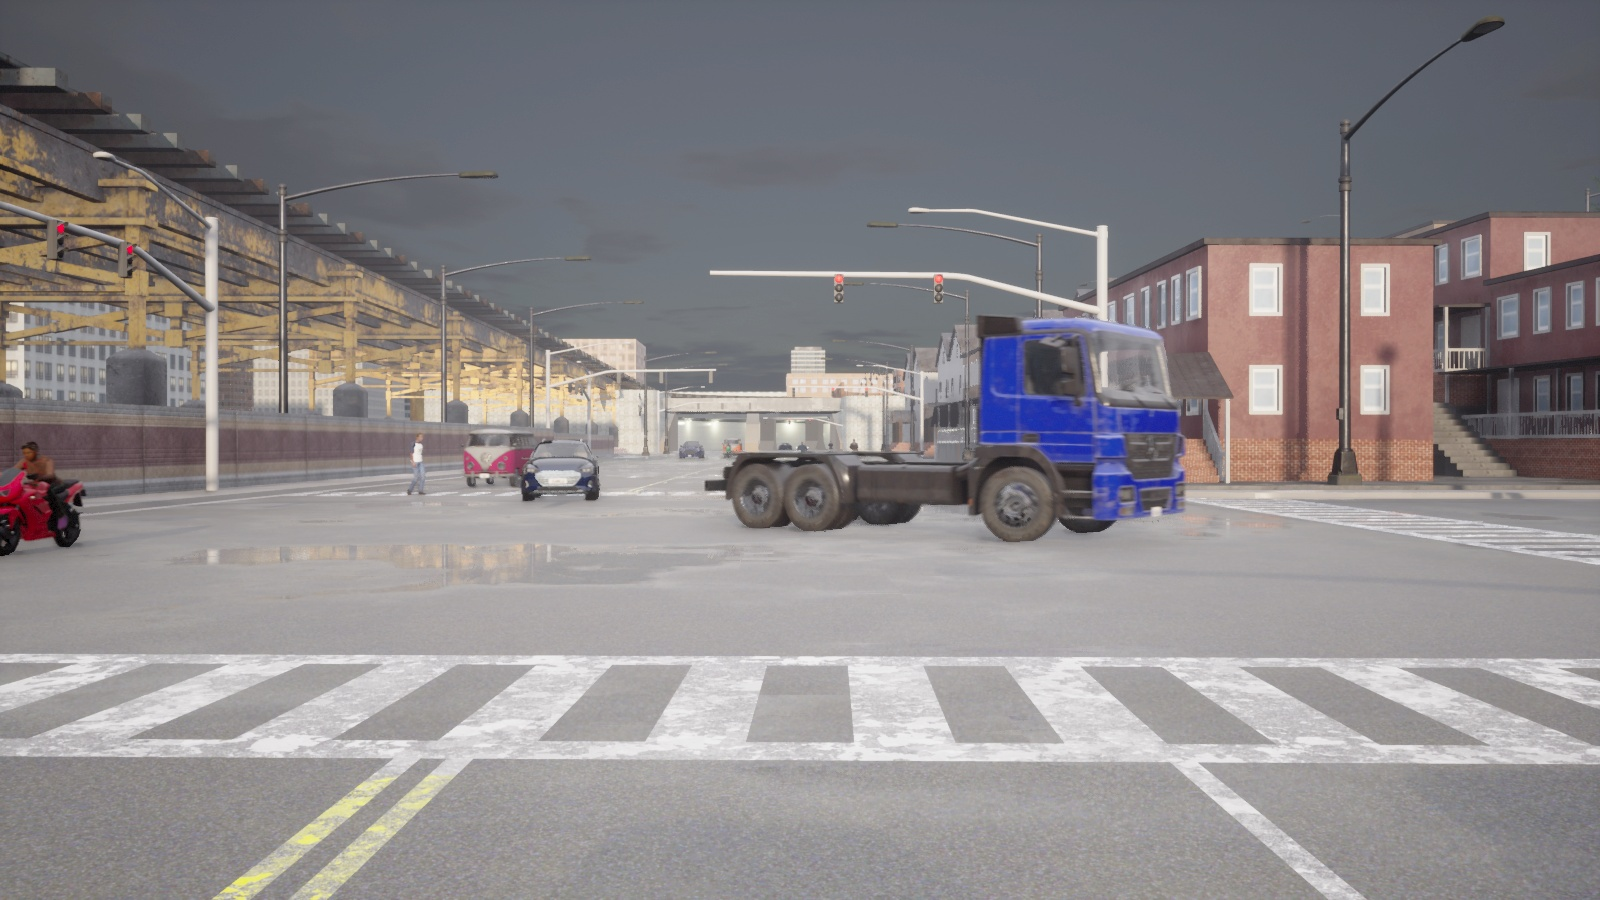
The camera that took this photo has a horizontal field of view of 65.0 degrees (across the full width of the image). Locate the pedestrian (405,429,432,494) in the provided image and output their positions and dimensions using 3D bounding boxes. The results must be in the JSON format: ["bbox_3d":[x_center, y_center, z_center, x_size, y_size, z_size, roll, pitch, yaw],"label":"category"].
[{"bbox_3d":[-10.931,0.320,35.993,0.706,1.836,0.354,0,0,28],"label":"pedestrian"}]

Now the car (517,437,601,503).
[{"bbox_3d":[-6.397,0.481,33.778,2.033,1.649,4.856,0,0,-9],"label":"car"}]

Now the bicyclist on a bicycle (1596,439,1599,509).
[{"bbox_3d":[19.281,0.552,28.819,1.656,1.620,0.582,0,0,0],"label":"bicyclist on a bicycle"}]

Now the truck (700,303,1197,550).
[{"bbox_3d":[2.253,-0.353,21.166,7.936,3.462,2.891,0,1,37],"label":"truck"}]

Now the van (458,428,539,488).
[{"bbox_3d":[-10.414,0.244,43.681,1.775,1.987,4.442,0,0,0],"label":"van"}]

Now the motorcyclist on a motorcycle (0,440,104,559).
[{"bbox_3d":[-10.456,0.624,17.106,0.797,1.523,2.044,0,0,0],"label":"motorcyclist on a motorcycle"}]
